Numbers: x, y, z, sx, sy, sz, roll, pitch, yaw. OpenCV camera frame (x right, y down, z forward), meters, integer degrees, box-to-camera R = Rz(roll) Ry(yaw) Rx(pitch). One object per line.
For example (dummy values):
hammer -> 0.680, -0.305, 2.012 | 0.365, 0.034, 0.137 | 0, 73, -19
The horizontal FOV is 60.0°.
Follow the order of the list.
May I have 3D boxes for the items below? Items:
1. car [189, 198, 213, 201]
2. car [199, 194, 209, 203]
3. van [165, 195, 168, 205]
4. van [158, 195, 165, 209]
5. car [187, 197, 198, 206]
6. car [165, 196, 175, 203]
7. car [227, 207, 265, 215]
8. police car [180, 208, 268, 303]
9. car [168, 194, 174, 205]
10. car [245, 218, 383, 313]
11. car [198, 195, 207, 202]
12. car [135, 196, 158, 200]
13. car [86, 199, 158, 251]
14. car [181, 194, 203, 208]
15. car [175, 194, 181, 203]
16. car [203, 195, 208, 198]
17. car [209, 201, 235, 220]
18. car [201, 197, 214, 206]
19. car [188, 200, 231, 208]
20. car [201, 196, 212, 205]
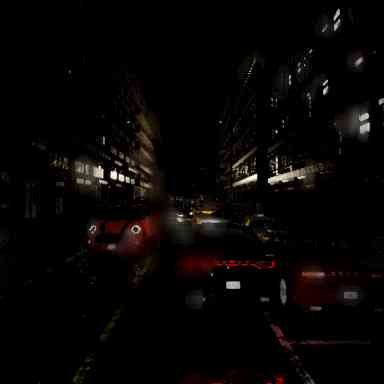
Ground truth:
car -> 0.855, 1.486, 24.514 | 1.801, 1.575, 5.366 | 0, 0, 0
car -> 2.643, 1.498, 74.018 | 2.192, 1.841, 5.009 | 1, 0, 0
van -> -5.229, 1.441, 51.965 | 1.690, 1.788, 3.998 | 1, 0, 0
van -> -5.235, 1.423, 46.433 | 1.690, 1.788, 3.998 | 2, 0, 0
car -> 0.071, 1.602, 59.044 | 1.882, 1.535, 5.008 | 0, 0, 0
car -> -5.203, 1.774, 79.617 | 1.947, 1.339, 4.313 | 1, 0, 0
car -> 2.602, 1.538, 13.350 | 1.752, 1.417, 4.829 | 1, 0, 0
police car -> 0.720, 1.432, 8.425 | 1.930, 1.638, 5.238 | 0, 0, 0
car -> -5.216, 1.454, 63.026 | 2.192, 1.841, 5.009 | 1, 0, 0
car -> 2.594, 1.551, 7.648 | 1.887, 1.381, 4.507 | 1, 0, 0
car -> 2.653, 1.674, 85.081 | 1.967, 1.590, 4.097 | 1, 0, 0
car -> -5.247, 1.369, 35.375 | 2.192, 1.841, 5.009 | 2, 0, 0
car -> -2.834, 1.365, 14.006 | 2.097, 1.767, 4.553 | 0, 0, 0
car -> 0.059, 1.298, 44.752 | 2.150, 2.045, 5.566 | 0, 0, 0
car -> -2.659, 1.698, 76.472 | 1.837, 1.490, 4.892 | 0, 0, 0
car -> 2.646, 1.644, 51.894 | 1.887, 1.381, 4.507 | 1, 0, 0
car -> 2.620, 1.587, 29.770 | 1.887, 1.381, 4.507 | 1, 0, 0
car -> 2.653, 1.663, 57.424 | 1.887, 1.381, 4.507 | 1, 0, 0
car -> 0.848, 1.476, 18.511 | 1.801, 1.575, 5.366 | 0, 0, 0
car -> 2.669, 1.579, 62.956 | 1.967, 1.590, 4.097 | 1, 0, 0
